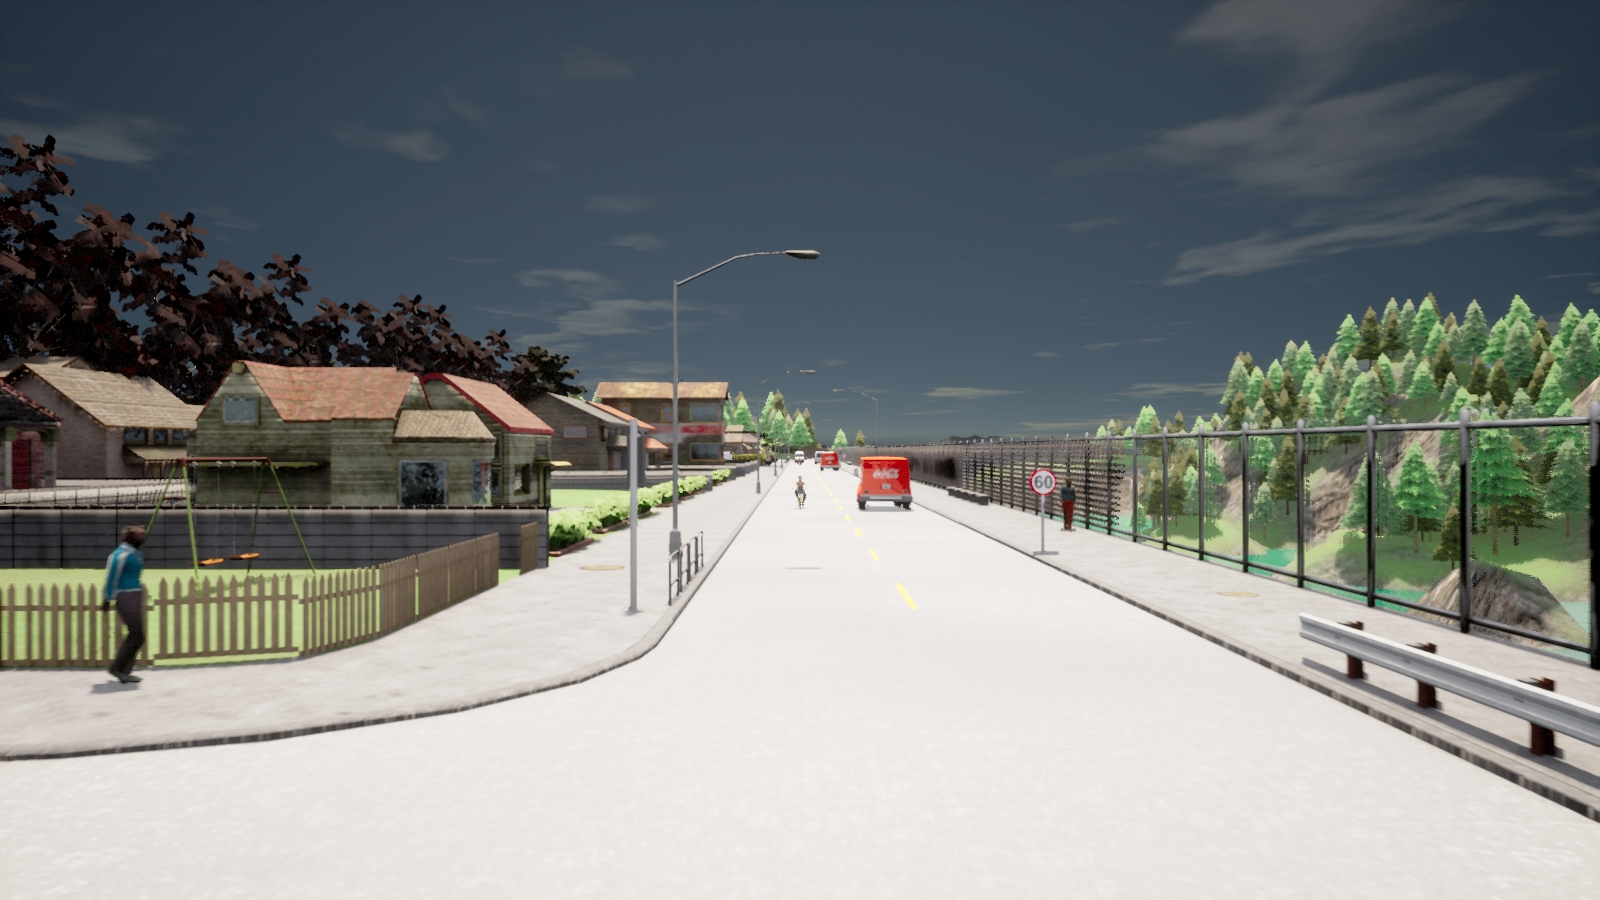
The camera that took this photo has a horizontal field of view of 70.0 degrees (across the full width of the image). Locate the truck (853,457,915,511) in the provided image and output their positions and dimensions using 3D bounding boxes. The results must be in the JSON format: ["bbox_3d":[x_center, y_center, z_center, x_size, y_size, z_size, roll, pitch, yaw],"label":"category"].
[{"bbox_3d":[3.998,1.576,55.579,2.627,2.467,5.204,0,0,0],"label":"truck"}]

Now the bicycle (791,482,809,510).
[{"bbox_3d":[0.015,2.163,54.017,0.859,1.276,1.487,0,0,0],"label":"bicycle"}]

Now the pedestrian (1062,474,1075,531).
[{"bbox_3d":[8.931,1.747,37.998,0.375,1.860,0.375,0,0,1],"label":"pedestrian"}]

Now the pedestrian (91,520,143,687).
[{"bbox_3d":[-7.822,1.747,13.099,0.375,1.860,0.375,0,0,-2],"label":"pedestrian"}]
